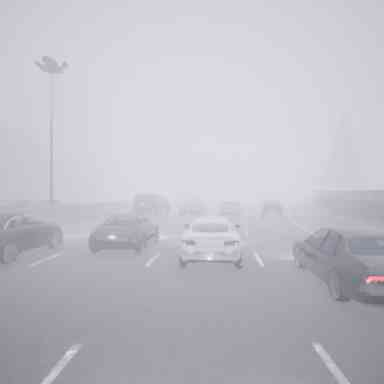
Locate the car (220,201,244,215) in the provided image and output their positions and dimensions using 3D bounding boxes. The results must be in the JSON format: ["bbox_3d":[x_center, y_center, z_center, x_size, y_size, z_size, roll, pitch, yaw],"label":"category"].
[{"bbox_3d":[3.598,1.535,30.130,2.033,1.411,5.357,0,0,13],"label":"car"}]

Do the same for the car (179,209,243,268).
[{"bbox_3d":[0.656,1.519,11.183,1.812,1.442,4.674,0,0,5],"label":"car"}]

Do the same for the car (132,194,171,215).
[{"bbox_3d":[-3.573,1.191,30.021,2.150,2.045,5.566,0,0,12],"label":"car"}]

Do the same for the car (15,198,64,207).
[{"bbox_3d":[-14.105,1.447,31.719,1.837,1.490,4.892,0,0,13],"label":"car"}]

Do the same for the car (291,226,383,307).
[{"bbox_3d":[3.917,1.551,8.146,2.033,1.411,5.357,0,0,4],"label":"car"}]

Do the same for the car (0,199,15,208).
[{"bbox_3d":[-17.380,1.411,33.094,1.882,1.535,5.008,0,0,13],"label":"car"}]

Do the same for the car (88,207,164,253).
[{"bbox_3d":[-2.614,1.548,13.650,1.994,1.385,4.181,0,0,6],"label":"car"}]

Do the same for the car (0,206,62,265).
[{"bbox_3d":[-6.318,1.468,11.637,2.128,1.511,4.902,0,0,5],"label":"car"}]

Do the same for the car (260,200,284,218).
[{"bbox_3d":[7.296,1.502,30.333,1.837,1.490,4.892,0,0,13],"label":"car"}]

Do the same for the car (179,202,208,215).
[{"bbox_3d":[0.223,1.579,30.951,1.895,1.301,4.718,0,0,13],"label":"car"}]
